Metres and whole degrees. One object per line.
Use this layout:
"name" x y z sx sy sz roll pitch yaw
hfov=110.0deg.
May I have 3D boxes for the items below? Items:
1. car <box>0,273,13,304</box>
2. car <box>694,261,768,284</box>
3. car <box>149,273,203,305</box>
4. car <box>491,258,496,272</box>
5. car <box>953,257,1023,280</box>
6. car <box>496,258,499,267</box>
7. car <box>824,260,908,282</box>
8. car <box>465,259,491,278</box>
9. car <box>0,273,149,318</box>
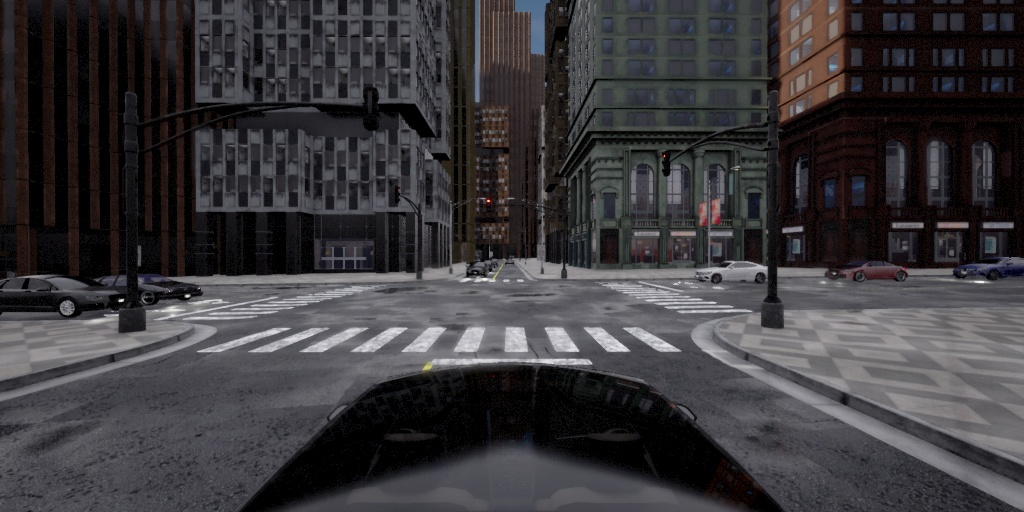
"car" -27.349 1.607 16.963 4.892 1.490 1.837 0 0 0
"car" 14.594 1.037 23.787 4.674 1.442 1.812 -1 0 -1
"car" -17.867 1.524 17.046 5.357 1.411 2.033 -1 0 5
"car" -3.322 1.224 45.394 1.837 1.490 4.892 0 0 0
"car" 32.375 0.811 23.836 4.674 1.442 1.812 -1 0 -1
"car" -3.409 1.301 55.739 1.895 1.301 4.718 0 0 0
"car" 23.416 0.962 23.812 4.181 1.385 1.994 -1 0 0
"car" -3.217 1.242 33.556 1.837 1.490 4.892 0 -1 0
"car" -17.423 1.492 13.740 4.892 1.490 1.837 -1 0 0
